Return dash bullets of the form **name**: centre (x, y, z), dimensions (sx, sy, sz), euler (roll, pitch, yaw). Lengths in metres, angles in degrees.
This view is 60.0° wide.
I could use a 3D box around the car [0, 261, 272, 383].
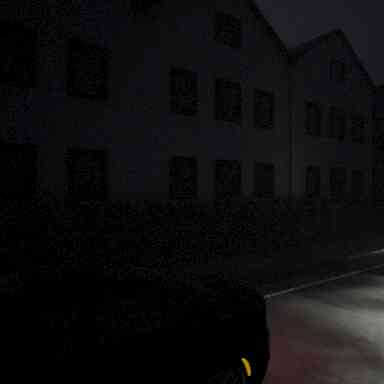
- **car**: centre (-1.459, 1.480, 2.948), dimensions (5.008, 1.535, 1.882), euler (0, 0, -36)
